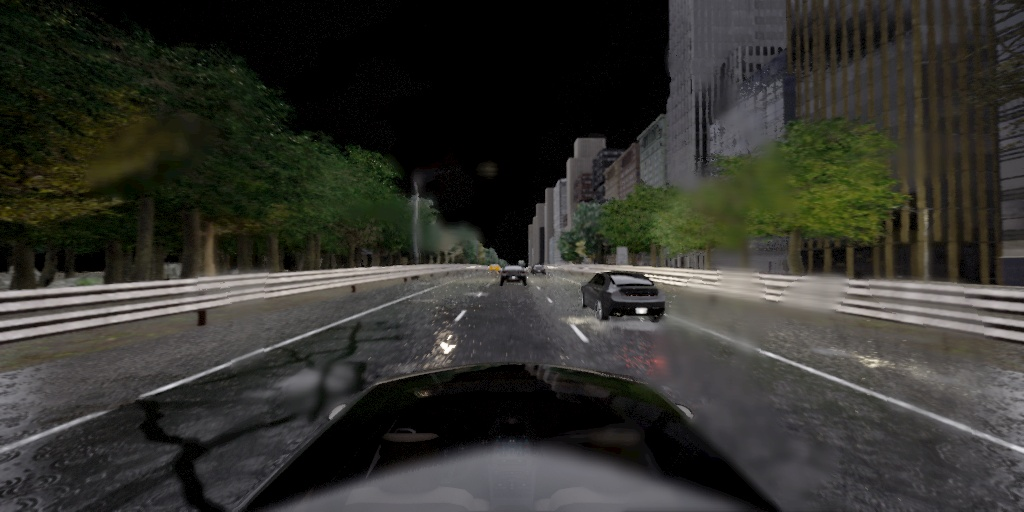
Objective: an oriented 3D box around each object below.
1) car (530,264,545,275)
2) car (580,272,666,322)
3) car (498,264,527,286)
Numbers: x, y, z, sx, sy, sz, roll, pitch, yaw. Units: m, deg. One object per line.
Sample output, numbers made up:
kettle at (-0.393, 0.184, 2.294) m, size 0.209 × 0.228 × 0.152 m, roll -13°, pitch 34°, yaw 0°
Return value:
car at (3.616, 1.865, 50.366) m, size 1.812 × 1.442 × 4.674 m, roll 0°, pitch -1°, yaw 0°
car at (3.602, 1.280, 12.394) m, size 1.837 × 1.490 × 4.892 m, roll 0°, pitch 0°, yaw 0°
car at (0.108, 1.400, 27.613) m, size 1.882 × 1.535 × 5.008 m, roll 0°, pitch -1°, yaw 0°
